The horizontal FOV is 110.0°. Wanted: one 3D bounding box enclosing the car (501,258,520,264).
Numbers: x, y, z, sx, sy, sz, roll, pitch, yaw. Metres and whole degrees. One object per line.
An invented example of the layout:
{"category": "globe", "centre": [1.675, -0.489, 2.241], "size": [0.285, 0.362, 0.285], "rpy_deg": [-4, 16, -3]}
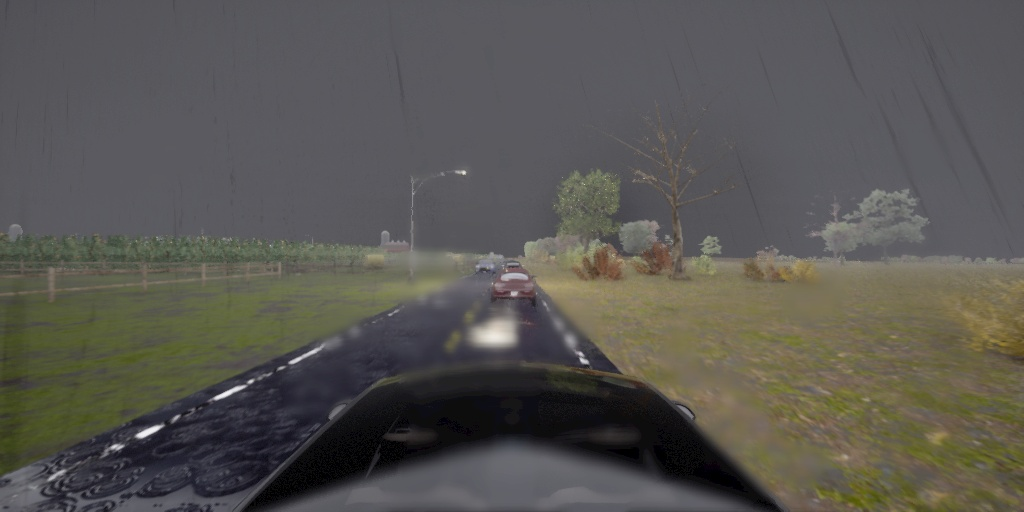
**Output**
{"category": "car", "centre": [0.099, 1.250, 34.237], "size": [1.837, 1.490, 4.892], "rpy_deg": [0, 0, 0]}

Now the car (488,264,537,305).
{"category": "car", "centre": [0.099, 1.270, 15.950], "size": [1.812, 1.442, 4.674], "rpy_deg": [0, 0, 0]}

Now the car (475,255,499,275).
{"category": "car", "centre": [-2.840, 1.100, 39.634], "size": [2.097, 1.767, 4.553], "rpy_deg": [0, 0, 0]}
